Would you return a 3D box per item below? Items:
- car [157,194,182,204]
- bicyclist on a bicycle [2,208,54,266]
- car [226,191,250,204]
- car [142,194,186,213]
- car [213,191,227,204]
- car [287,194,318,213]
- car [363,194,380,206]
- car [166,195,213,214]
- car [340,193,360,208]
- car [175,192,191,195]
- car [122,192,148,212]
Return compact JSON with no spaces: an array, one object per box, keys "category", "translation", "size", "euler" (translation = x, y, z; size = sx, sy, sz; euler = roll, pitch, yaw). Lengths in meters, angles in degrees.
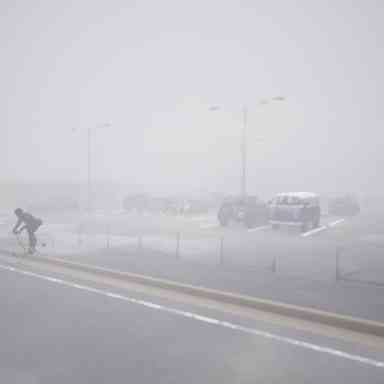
[{"category":"car","translation":[-3.340,1.052,50.419],"size":[1.784,1.438,3.905],"euler":[1,0,34]},{"category":"bicyclist on a bicycle","translation":[-4.918,1.257,9.948],"size":[0.582,1.620,1.656],"euler":[1,10,34]},{"category":"car","translation":[8.799,0.856,63.290],"size":[1.905,1.878,3.866],"euler":[1,0,34]},{"category":"car","translation":[-2.530,1.185,31.698],"size":[1.784,1.438,3.905],"euler":[1,0,34]},{"category":"car","translation":[6.402,1.065,64.918],"size":[1.970,1.475,3.806],"euler":[1,0,34]},{"category":"car","translation":[13.091,1.292,39.384],"size":[1.970,1.475,3.806],"euler":[1,0,34]},{"category":"car","translation":[27.465,1.090,50.696],"size":[1.932,1.855,4.605],"euler":[1,0,34]},{"category":"car","translation":[-0.129,1.247,30.081],"size":[1.970,1.475,3.806],"euler":[1,0,34]},{"category":"car","translation":[25.095,1.062,52.358],"size":[1.905,1.878,3.866],"euler":[1,0,34]},{"category":"car","translation":[-0.971,0.872,48.747],"size":[1.932,1.855,4.605],"euler":[1,0,34]},{"category":"car","translation":[-4.782,0.947,33.154],"size":[1.932,1.855,4.605],"euler":[1,0,34]}]
